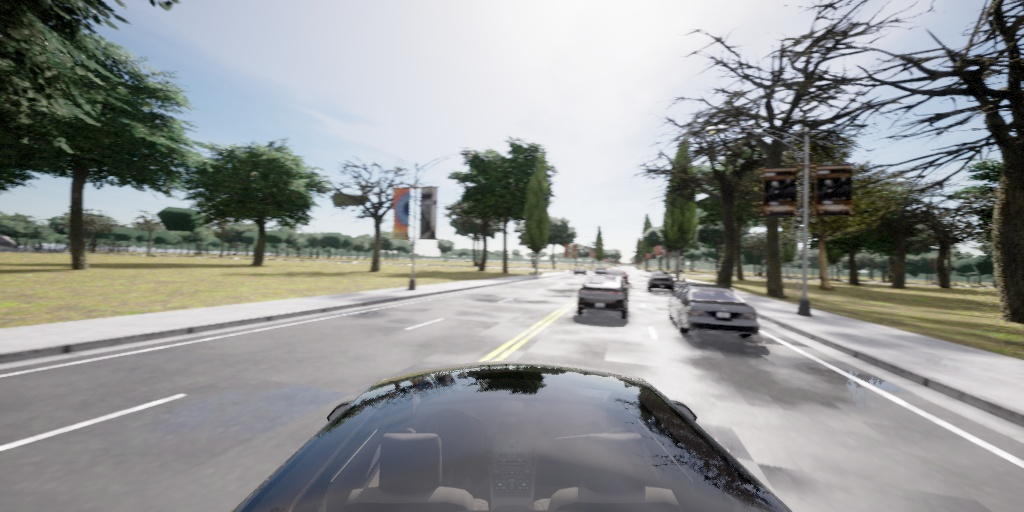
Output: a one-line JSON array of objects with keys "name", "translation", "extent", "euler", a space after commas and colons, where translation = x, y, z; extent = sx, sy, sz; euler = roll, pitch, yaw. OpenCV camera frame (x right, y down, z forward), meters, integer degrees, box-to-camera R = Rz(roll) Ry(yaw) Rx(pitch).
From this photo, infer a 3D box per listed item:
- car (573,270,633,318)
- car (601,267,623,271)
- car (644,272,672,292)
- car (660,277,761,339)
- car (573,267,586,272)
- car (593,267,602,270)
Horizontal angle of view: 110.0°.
[{"name": "car", "translation": [3.789, 1.530, 14.617], "extent": [2.128, 1.511, 4.902], "euler": [1, -1, 18]}, {"name": "car", "translation": [8.786, 1.894, 30.027], "extent": [1.882, 1.535, 5.008], "euler": [1, -1, 18]}, {"name": "car", "translation": [11.504, 1.968, 27.910], "extent": [1.837, 1.490, 4.892], "euler": [1, -1, 18]}, {"name": "car", "translation": [6.191, 1.610, 11.556], "extent": [2.033, 1.411, 5.357], "euler": [1, -1, 18]}, {"name": "car", "translation": [11.267, 2.523, 59.164], "extent": [1.994, 1.385, 4.181], "euler": [1, -1, 19]}, {"name": "car", "translation": [14.339, 2.537, 58.103], "extent": [1.837, 1.490, 4.892], "euler": [1, -1, 18]}]
